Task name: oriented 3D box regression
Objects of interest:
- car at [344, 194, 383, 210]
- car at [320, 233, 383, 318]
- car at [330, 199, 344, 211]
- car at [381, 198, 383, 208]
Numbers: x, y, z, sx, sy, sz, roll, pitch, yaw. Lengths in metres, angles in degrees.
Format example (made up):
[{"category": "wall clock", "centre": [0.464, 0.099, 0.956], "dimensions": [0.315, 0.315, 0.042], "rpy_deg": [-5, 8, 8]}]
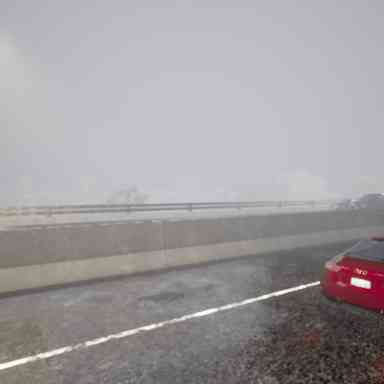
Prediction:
[{"category": "car", "centre": [18.350, 1.231, 33.810], "dimensions": [5.566, 2.045, 2.150], "rpy_deg": [1, 0, -34]}, {"category": "car", "centre": [4.593, 1.562, 6.982], "dimensions": [4.181, 1.385, 1.994], "rpy_deg": [0, 0, -35]}, {"category": "car", "centre": [17.622, 1.498, 37.540], "dimensions": [4.902, 1.511, 2.128], "rpy_deg": [0, 0, -34]}, {"category": "car", "centre": [19.866, 1.486, 30.605], "dimensions": [5.008, 1.535, 1.882], "rpy_deg": [0, 0, -34]}]
